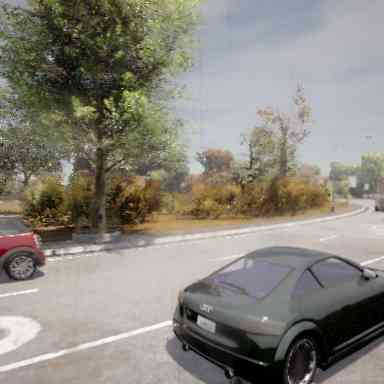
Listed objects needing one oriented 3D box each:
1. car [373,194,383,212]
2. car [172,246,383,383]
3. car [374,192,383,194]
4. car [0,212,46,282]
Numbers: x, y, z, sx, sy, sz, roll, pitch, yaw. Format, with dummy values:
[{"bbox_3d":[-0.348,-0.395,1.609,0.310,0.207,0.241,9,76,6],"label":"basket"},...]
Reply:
[{"bbox_3d":[22.687,1.414,38.820,2.097,1.767,4.553,0,0,33],"label":"car"},{"bbox_3d":[1.757,1.579,5.290,4.181,1.385,1.994,0,0,-38],"label":"car"},{"bbox_3d":[40.570,0.942,71.308,2.150,2.045,5.566,0,0,14],"label":"car"},{"bbox_3d":[-6.214,1.391,8.306,4.553,1.767,2.097,0,0,-36],"label":"car"}]
